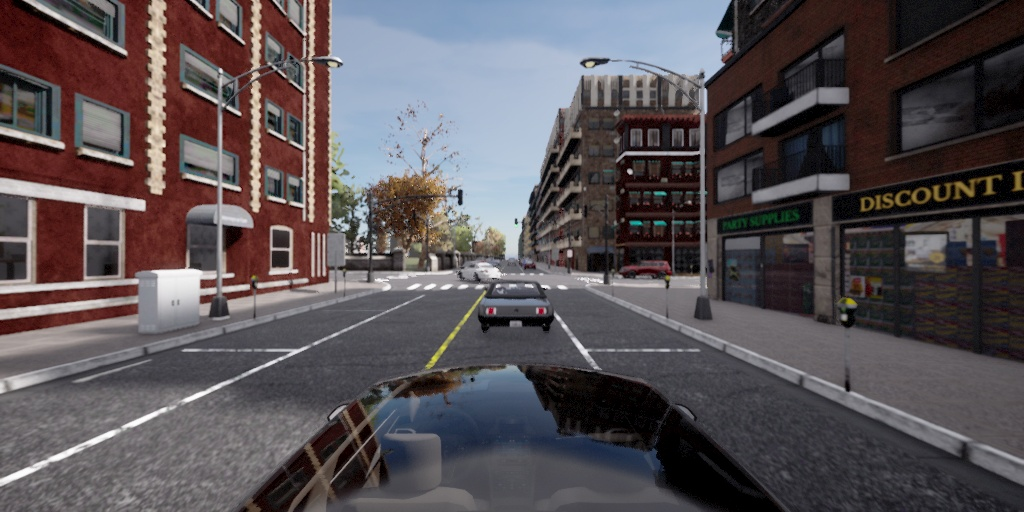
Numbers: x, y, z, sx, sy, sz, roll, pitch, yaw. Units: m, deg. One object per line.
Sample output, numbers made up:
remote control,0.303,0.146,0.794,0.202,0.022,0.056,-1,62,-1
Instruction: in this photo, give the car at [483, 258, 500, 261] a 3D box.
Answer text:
car,-3.082,1.381,54.507,2.033,1.411,5.357,0,0,0

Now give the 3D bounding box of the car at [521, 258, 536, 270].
car,2.685,1.379,54.238,1.888,1.381,4.507,0,0,0

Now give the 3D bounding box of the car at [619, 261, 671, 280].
car,13.446,1.395,36.268,5.009,1.841,2.192,0,0,-1

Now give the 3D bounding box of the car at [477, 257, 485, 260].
car,-5.695,1.372,59.699,1.751,1.417,4.829,0,0,0

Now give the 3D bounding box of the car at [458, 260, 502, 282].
car,-2.643,1.285,28.668,1.812,1.442,4.674,2,0,-32

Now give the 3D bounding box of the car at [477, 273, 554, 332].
car,0.099,1.360,10.892,1.895,1.301,4.718,0,0,0

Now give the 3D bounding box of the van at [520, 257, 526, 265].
van,2.685,1.187,59.869,1.690,1.789,3.998,0,0,0
